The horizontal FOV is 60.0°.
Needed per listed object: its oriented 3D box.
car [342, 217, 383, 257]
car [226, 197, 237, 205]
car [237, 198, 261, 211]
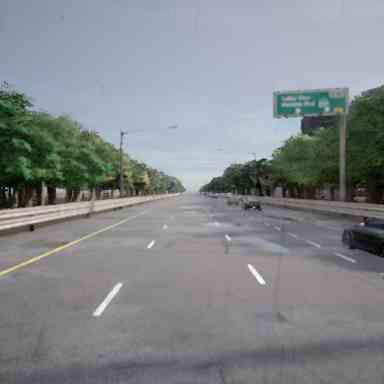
[{"bbox_3d":[7.004,1.567,11.675,1.994,1.385,4.181,0,0,0],"label":"car"},{"bbox_3d":[7.061,1.532,57.726,2.033,1.411,5.357,0,0,0],"label":"car"},{"bbox_3d":[7.040,1.495,40.071,1.837,1.490,4.892,0,0,0],"label":"car"}]
